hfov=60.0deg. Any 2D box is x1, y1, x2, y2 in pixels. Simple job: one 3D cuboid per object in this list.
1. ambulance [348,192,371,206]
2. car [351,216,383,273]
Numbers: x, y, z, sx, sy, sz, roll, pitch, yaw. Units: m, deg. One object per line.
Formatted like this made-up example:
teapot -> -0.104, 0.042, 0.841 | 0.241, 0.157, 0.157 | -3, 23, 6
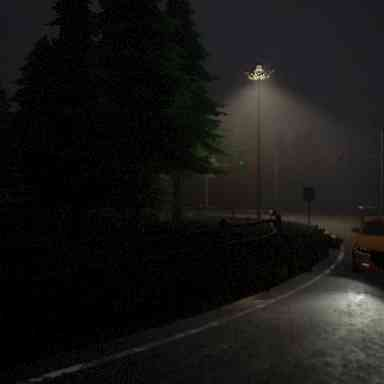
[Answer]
ambulance -> 30.370, 1.272, 60.297 | 2.351, 2.431, 6.366 | 0, 0, 9
car -> 6.193, 1.525, 10.476 | 1.882, 1.535, 5.008 | 1, 0, 28
